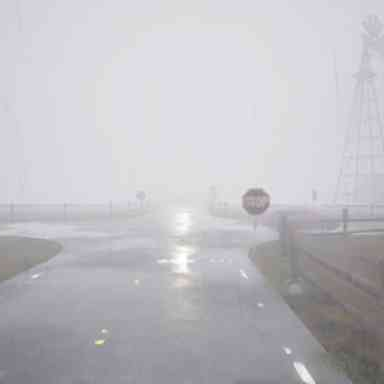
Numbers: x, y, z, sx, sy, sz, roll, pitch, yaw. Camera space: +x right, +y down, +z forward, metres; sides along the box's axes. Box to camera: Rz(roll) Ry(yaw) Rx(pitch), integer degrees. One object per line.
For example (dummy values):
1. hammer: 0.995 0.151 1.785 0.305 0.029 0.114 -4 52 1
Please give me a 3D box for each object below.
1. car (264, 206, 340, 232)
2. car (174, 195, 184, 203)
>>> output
1. car: 6.362 1.548 19.518 4.181 1.385 1.994 0 1 0
2. car: -2.767 1.454 71.401 2.097 1.767 4.553 0 -1 0
